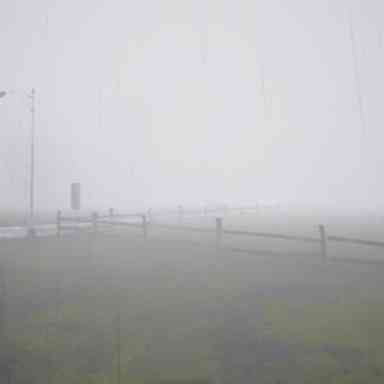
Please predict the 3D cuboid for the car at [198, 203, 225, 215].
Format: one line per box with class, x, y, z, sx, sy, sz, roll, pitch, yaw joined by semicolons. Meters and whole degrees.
car;2.598;2.121;41.898;1.812;1.442;4.674;-1;-1;36
